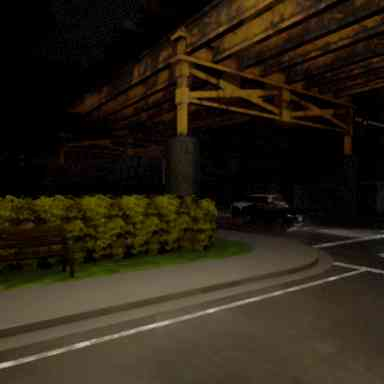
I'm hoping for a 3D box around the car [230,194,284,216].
[{"bbox_3d":[5.820,1.235,29.486,2.150,2.045,5.566,0,0,-37],"label":"car"}]

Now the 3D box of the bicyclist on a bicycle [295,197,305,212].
[{"bbox_3d":[11.216,1.321,34.405,1.656,1.620,0.582,0,0,-36],"label":"bicyclist on a bicycle"}]

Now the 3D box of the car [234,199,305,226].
[{"bbox_3d":[5.575,1.501,23.451,2.128,1.511,4.902,0,0,-35],"label":"car"}]
